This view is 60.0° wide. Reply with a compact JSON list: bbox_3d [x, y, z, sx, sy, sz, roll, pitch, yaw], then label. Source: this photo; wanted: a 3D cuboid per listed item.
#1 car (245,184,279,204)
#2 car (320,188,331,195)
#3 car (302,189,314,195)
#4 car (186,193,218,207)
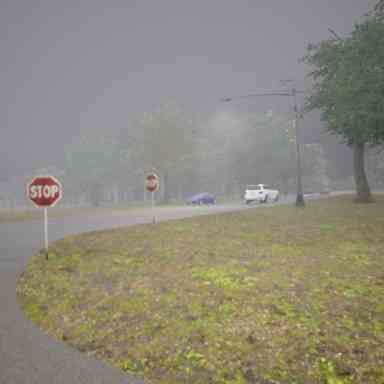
[{"bbox_3d":[7.793,0.216,36.728,2.150,2.045,5.566,-4,-1,34],"label":"car"},{"bbox_3d":[29.212,-0.196,72.647,2.128,1.511,4.902,-3,-1,28],"label":"car"},{"bbox_3d":[26.760,0.055,77.031,1.895,1.301,4.718,-4,-1,34],"label":"car"},{"bbox_3d":[1.244,0.874,39.507,1.882,1.535,5.008,-4,-1,34],"label":"car"}]
